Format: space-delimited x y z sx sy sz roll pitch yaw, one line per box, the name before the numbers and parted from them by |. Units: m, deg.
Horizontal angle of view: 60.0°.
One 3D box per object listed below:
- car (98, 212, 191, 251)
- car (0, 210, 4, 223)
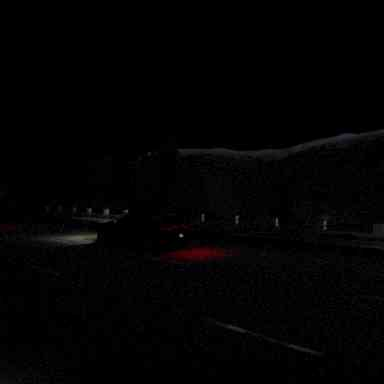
car | -2.336 1.659 15.235 5.008 1.535 1.882 -1 -1 40
car | -17.642 1.900 28.156 4.902 1.511 2.128 -1 -1 40
